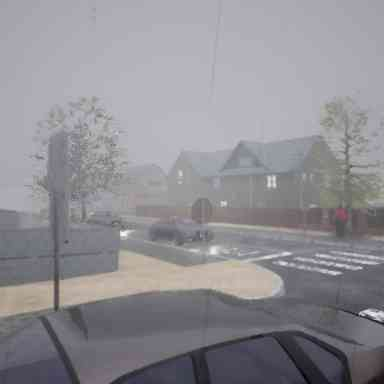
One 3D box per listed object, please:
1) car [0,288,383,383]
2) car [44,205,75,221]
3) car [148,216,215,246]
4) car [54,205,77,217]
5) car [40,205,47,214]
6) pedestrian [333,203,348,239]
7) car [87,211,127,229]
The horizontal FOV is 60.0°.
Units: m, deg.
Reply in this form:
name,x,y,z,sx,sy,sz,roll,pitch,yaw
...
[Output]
name,x,y,z,sx,sy,sz,roll,pitch,yaw
car,-0.416,1.556,2.308,5.357,1.411,2.033,1,0,-33
car,-15.223,2.548,38.394,1.837,1.490,4.892,0,-2,-36
car,-0.666,2.011,17.986,1.994,1.385,4.181,0,-1,-36
car,-18.174,2.726,47.539,1.882,1.535,5.008,0,-1,-35
car,-24.162,2.971,55.910,1.882,1.535,5.008,0,-1,-36
pedestrian,7.447,1.431,16.727,0.375,1.860,0.375,-2,1,-36
car,-6.881,2.265,26.687,1.994,1.385,4.181,0,-1,-36
